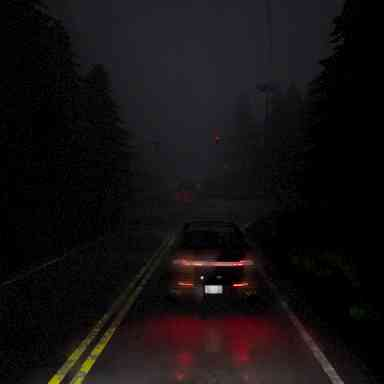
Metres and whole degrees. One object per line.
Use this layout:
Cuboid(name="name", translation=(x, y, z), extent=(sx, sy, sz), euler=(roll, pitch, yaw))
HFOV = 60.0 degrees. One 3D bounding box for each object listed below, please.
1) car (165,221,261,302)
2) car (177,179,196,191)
Cuboid(name="car", translation=(0.450, 1.466, 8.186), extent=(2.128, 1.511, 4.902), euler=(0, 0, 2))
Cuboid(name="car", translation=(-0.692, -1.069, 45.236), extent=(1.812, 1.442, 4.674), euler=(1, 9, 14))
